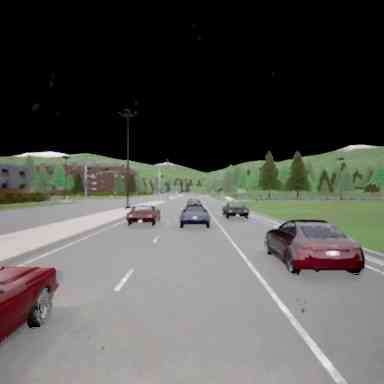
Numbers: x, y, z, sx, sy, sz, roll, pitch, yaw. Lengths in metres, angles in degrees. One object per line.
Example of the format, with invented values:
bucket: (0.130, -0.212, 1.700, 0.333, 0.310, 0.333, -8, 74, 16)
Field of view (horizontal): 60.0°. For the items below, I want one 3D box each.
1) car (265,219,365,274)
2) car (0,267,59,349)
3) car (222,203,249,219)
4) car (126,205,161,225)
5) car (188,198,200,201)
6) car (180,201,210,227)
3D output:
car: (3.647, 1.556, 10.596, 1.994, 1.385, 4.181, 0, 0, 0)
car: (-3.375, 1.595, 4.024, 1.895, 1.301, 4.718, 0, 0, 0)
car: (3.708, 1.576, 29.020, 1.895, 1.301, 4.718, 0, 0, 0)
car: (-3.313, 1.577, 23.638, 1.895, 1.301, 4.718, 0, 0, 0)
car: (0.258, 1.509, 41.449, 2.033, 1.411, 5.357, 0, 0, 0)
car: (0.185, 1.544, 22.661, 1.994, 1.385, 4.181, 0, 0, 0)
